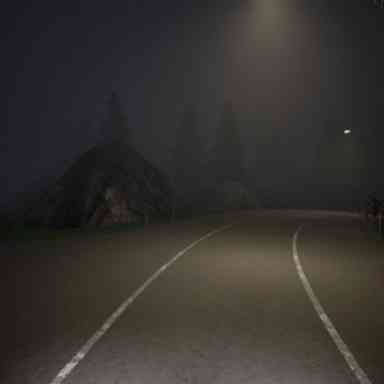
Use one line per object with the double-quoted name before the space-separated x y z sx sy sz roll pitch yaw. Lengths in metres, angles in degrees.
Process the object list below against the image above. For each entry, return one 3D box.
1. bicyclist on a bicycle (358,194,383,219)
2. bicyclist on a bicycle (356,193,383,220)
"bicyclist on a bicycle" 12.357 1.027 22.884 1.656 1.620 0.582 9 10 35
"bicyclist on a bicycle" 12.531 0.999 23.150 1.656 1.620 0.582 11 4 34
